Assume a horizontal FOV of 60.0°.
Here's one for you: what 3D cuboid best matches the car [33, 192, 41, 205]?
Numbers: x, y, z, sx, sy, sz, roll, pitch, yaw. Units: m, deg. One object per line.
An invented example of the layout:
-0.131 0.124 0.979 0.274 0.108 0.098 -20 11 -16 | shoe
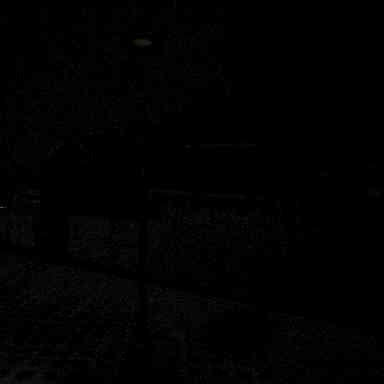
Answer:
-18.947 0.718 44.101 2.150 2.045 5.566 2 1 -2 | car
